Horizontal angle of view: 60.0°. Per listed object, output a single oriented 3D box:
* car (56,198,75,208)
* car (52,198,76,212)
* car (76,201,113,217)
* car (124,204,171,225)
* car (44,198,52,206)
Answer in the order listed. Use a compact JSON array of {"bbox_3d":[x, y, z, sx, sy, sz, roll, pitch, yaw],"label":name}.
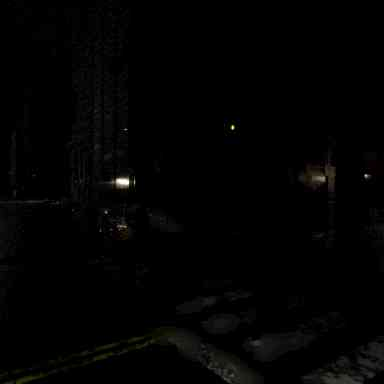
[{"bbox_3d":[-20.691,1.792,54.243,1.812,1.442,4.674,1,-1,-35],"label":"car"},{"bbox_3d":[-15.486,1.725,41.382,2.033,1.411,5.357,1,-1,-34],"label":"car"},{"bbox_3d":[-9.344,1.621,32.688,2.128,1.511,4.902,1,-1,-35],"label":"car"},{"bbox_3d":[-3.403,1.608,24.317,1.812,1.442,4.674,1,-1,-37],"label":"car"},{"bbox_3d":[-26.482,1.804,62.419,2.128,1.511,4.902,1,-1,-36],"label":"car"}]
